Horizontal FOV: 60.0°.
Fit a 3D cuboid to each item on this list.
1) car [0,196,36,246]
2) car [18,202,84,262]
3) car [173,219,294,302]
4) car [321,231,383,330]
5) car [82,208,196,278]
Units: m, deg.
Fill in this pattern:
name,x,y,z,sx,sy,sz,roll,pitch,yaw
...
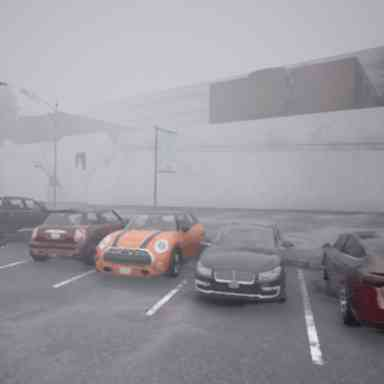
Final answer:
name,x,y,z,sx,sy,sz,roll,pitch,yaw
car,-8.369,1.223,15.460,2.435,2.045,5.566,0,-1,15
car,-3.490,1.346,11.921,2.185,1.767,4.553,0,-1,15
car,1.417,1.480,8.476,2.231,1.521,4.892,1,-1,15
car,3.860,1.514,6.761,2.163,1.488,4.792,0,-1,15
car,-1.020,1.349,10.241,2.185,1.767,4.553,1,-1,15
